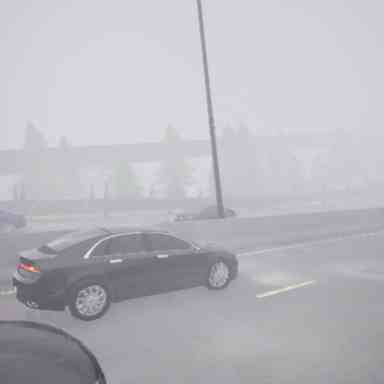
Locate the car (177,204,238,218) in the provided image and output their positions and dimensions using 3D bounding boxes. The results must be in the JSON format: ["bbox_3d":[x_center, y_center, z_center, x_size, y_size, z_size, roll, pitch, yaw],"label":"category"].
[{"bbox_3d":[0.987,1.455,21.793,4.181,1.385,1.994,0,0,-35],"label":"car"}]

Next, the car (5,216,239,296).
[{"bbox_3d":[-1.115,1.476,7.248,4.892,1.490,1.837,0,0,-35],"label":"car"}]

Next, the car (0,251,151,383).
[{"bbox_3d":[-2.880,1.503,1.693,4.902,1.511,2.128,0,0,-35],"label":"car"}]

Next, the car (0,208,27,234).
[{"bbox_3d":[-11.380,1.475,17.324,5.008,1.535,1.882,0,0,-35],"label":"car"}]
